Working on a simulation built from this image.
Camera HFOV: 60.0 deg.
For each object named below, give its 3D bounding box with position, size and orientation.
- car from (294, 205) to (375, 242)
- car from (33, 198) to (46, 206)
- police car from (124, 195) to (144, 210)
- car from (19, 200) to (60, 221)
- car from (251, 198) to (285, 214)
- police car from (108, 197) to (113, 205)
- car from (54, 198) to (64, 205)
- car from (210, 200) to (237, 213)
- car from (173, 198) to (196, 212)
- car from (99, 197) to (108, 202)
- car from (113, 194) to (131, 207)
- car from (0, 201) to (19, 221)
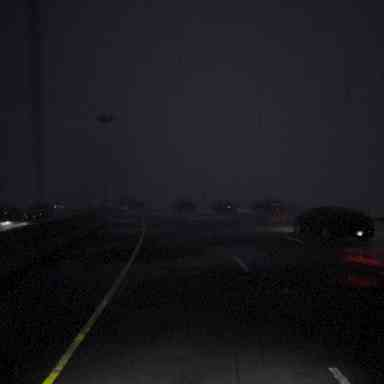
[{"bbox_3d":[6.463,1.396,15.689,1.837,1.490,4.892,0,0,-6],"label":"car"},{"bbox_3d":[-31.756,1.991,69.094,2.128,1.511,4.902,-1,0,-29],"label":"car"},{"bbox_3d":[-7.904,1.582,46.351,1.930,1.638,5.238,-1,0,-17],"label":"police car"},{"bbox_3d":[-13.565,1.755,29.900,1.837,1.490,4.892,-1,0,-12],"label":"car"},{"bbox_3d":[7.457,1.371,33.228,2.128,1.511,4.902,-1,0,-12],"label":"car"},{"bbox_3d":[-13.655,1.690,61.761,1.930,1.638,5.238,-1,0,-24],"label":"police car"},{"bbox_3d":[-28.120,2.013,69.753,1.837,1.490,4.892,-1,0,-27],"label":"car"},{"bbox_3d":[3.303,1.518,35.886,1.994,1.385,4.181,-1,0,-13],"label":"car"},{"bbox_3d":[-0.954,1.508,39.066,1.882,1.535,5.008,0,0,-15],"label":"car"},{"bbox_3d":[-19.986,1.826,76.787,2.033,1.411,5.357,-1,0,-31],"label":"car"},{"bbox_3d":[-11.277,1.444,55.982,2.150,2.045,5.566,-1,0,-21],"label":"car"},{"bbox_3d":[-17.359,1.845,30.924,1.812,1.442,4.674,-1,0,-12],"label":"car"}]
